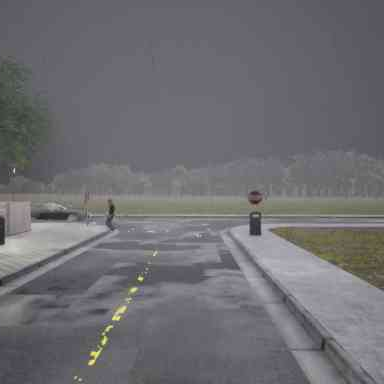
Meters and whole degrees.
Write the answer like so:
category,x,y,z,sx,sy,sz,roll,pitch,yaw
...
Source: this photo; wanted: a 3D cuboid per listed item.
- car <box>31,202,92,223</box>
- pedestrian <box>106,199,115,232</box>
category,x,y,z,sx,sy,sz,roll,pitch,yaw
car,-9.843,1.479,24.219,4.902,1.511,2.128,0,0,0
pedestrian,-4.367,1.224,17.953,0.375,1.860,0.375,0,0,0
